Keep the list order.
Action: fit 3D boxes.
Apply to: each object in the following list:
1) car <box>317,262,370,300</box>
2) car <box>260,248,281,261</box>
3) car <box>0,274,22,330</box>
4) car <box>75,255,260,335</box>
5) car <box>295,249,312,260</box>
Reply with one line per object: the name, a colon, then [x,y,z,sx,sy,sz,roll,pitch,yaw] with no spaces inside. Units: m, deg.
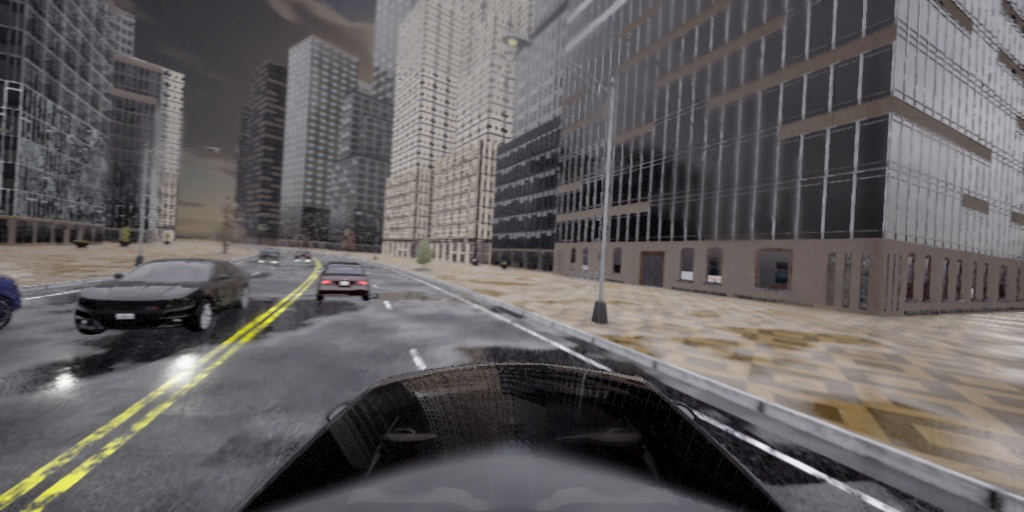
car: [-6.900,0.943,14.811,2.033,1.411,5.357,3,0,-25]
car: [-28.360,-0.205,42.216,2.033,1.411,5.357,3,0,-29]
car: [-10.091,0.719,5.293,1.812,1.442,4.674,3,0,-23]
car: [-8.109,0.791,8.896,1.882,1.535,5.008,3,0,-24]
car: [-29.108,-0.209,50.069,1.994,1.385,4.181,3,0,-31]
